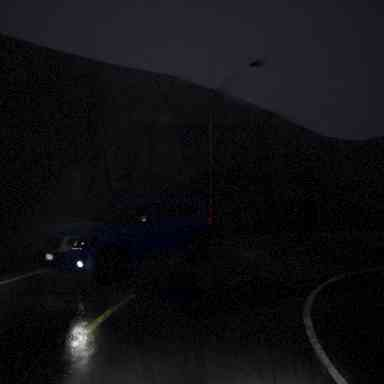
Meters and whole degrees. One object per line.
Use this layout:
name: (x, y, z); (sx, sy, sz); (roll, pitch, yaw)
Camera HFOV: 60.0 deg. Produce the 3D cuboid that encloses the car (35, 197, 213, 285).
car: (-1.612, 1.175, 9.929); (2.150, 2.045, 5.566); (0, 0, 39)
